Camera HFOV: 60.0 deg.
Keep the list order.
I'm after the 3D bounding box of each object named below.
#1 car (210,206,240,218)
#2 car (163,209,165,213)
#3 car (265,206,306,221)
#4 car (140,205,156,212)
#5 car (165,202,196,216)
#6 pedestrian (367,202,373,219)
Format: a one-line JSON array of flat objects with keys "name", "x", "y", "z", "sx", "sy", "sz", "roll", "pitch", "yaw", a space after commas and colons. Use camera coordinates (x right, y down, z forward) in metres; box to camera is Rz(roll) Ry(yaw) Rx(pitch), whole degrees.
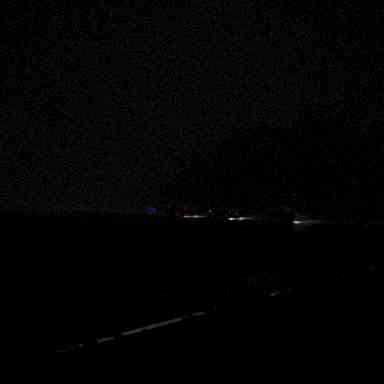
[{"name": "car", "x": 4.270, "y": 2.581, "z": 43.776, "sx": 1.837, "sy": 1.490, "sz": 4.892, "roll": 1, "pitch": -2, "yaw": -33}, {"name": "car", "x": -3.696, "y": 3.347, "z": 62.688, "sx": 1.895, "sy": 1.301, "sz": 4.718, "roll": 1, "pitch": -2, "yaw": -33}, {"name": "car", "x": 9.793, "y": 2.259, "z": 35.342, "sx": 1.812, "sy": 1.442, "sz": 4.674, "roll": 1, "pitch": -2, "yaw": -33}, {"name": "car", "x": -9.418, "y": 3.569, "z": 71.262, "sx": 1.812, "sy": 1.442, "sz": 4.674, "roll": 1, "pitch": -2, "yaw": -33}, {"name": "car", "x": -1.591, "y": 2.644, "z": 52.755, "sx": 2.150, "sy": 2.045, "sz": 5.566, "roll": 1, "pitch": -2, "yaw": -33}, {"name": "pedestrian", "x": 18.911, "y": 1.917, "z": 35.292, "sx": 0.375, "sy": 1.860, "sz": 0.375, "roll": -2, "pitch": 1, "yaw": -33}]
